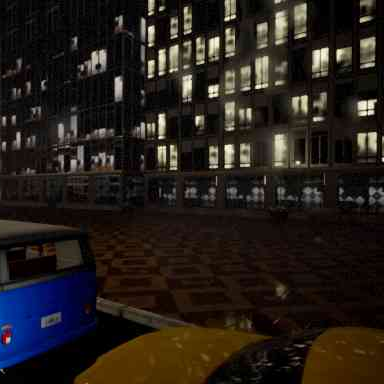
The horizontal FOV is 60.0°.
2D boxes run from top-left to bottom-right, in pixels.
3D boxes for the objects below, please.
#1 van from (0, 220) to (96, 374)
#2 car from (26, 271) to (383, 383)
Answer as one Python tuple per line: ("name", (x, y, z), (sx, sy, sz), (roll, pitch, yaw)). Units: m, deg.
("van", (-3.238, 1.341, 5.175), (3.998, 1.788, 1.690), (0, 0, 35))
("car", (1.123, 1.525, 2.066), (4.829, 1.417, 1.752), (0, 0, 35))
